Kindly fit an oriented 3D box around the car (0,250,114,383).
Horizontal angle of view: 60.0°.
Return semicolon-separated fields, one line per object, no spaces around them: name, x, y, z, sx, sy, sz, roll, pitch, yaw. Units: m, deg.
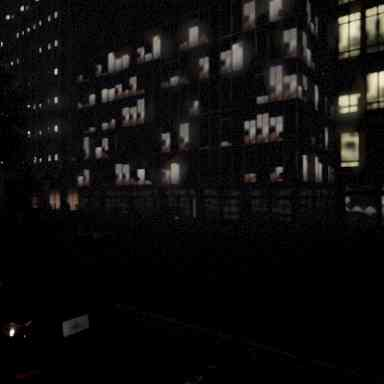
car;-3.025;1.567;5.035;4.313;1.339;1.947;0;0;35
